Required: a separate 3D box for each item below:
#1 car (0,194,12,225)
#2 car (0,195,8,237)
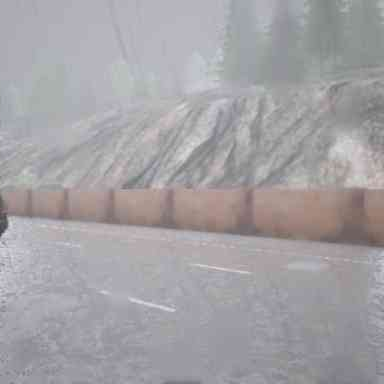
[{"bbox_3d":[-15.077,1.131,23.194,5.566,2.045,2.150,1,0,34],"label":"car"},{"bbox_3d":[-11.198,1.156,16.246,5.566,2.045,2.150,0,0,35],"label":"car"}]
